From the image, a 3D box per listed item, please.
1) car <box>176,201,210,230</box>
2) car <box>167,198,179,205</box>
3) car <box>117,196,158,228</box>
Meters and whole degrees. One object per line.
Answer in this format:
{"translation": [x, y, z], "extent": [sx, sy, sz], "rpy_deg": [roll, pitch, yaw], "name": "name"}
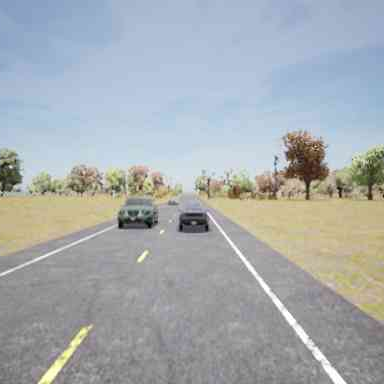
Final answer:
{"translation": [0.114, 1.571, 21.884], "extent": [1.837, 1.490, 4.892], "rpy_deg": [0, 0, 0], "name": "car"}
{"translation": [-3.484, 1.785, 61.235], "extent": [1.895, 1.301, 4.718], "rpy_deg": [0, 0, 1], "name": "car"}
{"translation": [-3.585, 1.291, 22.959], "extent": [2.150, 2.045, 5.566], "rpy_deg": [0, 0, 0], "name": "car"}
